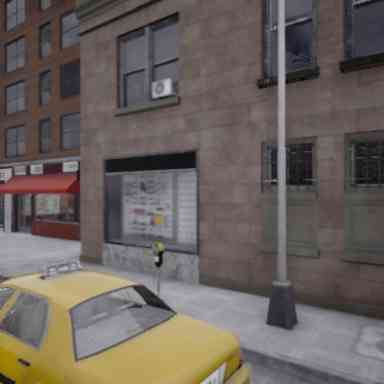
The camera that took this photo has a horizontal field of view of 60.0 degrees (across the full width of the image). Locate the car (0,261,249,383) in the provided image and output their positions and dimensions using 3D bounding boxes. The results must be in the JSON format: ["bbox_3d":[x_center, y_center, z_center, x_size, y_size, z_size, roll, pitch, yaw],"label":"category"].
[{"bbox_3d":[-1.736,1.531,4.050,4.829,1.417,1.752,0,0,36],"label":"car"}]
